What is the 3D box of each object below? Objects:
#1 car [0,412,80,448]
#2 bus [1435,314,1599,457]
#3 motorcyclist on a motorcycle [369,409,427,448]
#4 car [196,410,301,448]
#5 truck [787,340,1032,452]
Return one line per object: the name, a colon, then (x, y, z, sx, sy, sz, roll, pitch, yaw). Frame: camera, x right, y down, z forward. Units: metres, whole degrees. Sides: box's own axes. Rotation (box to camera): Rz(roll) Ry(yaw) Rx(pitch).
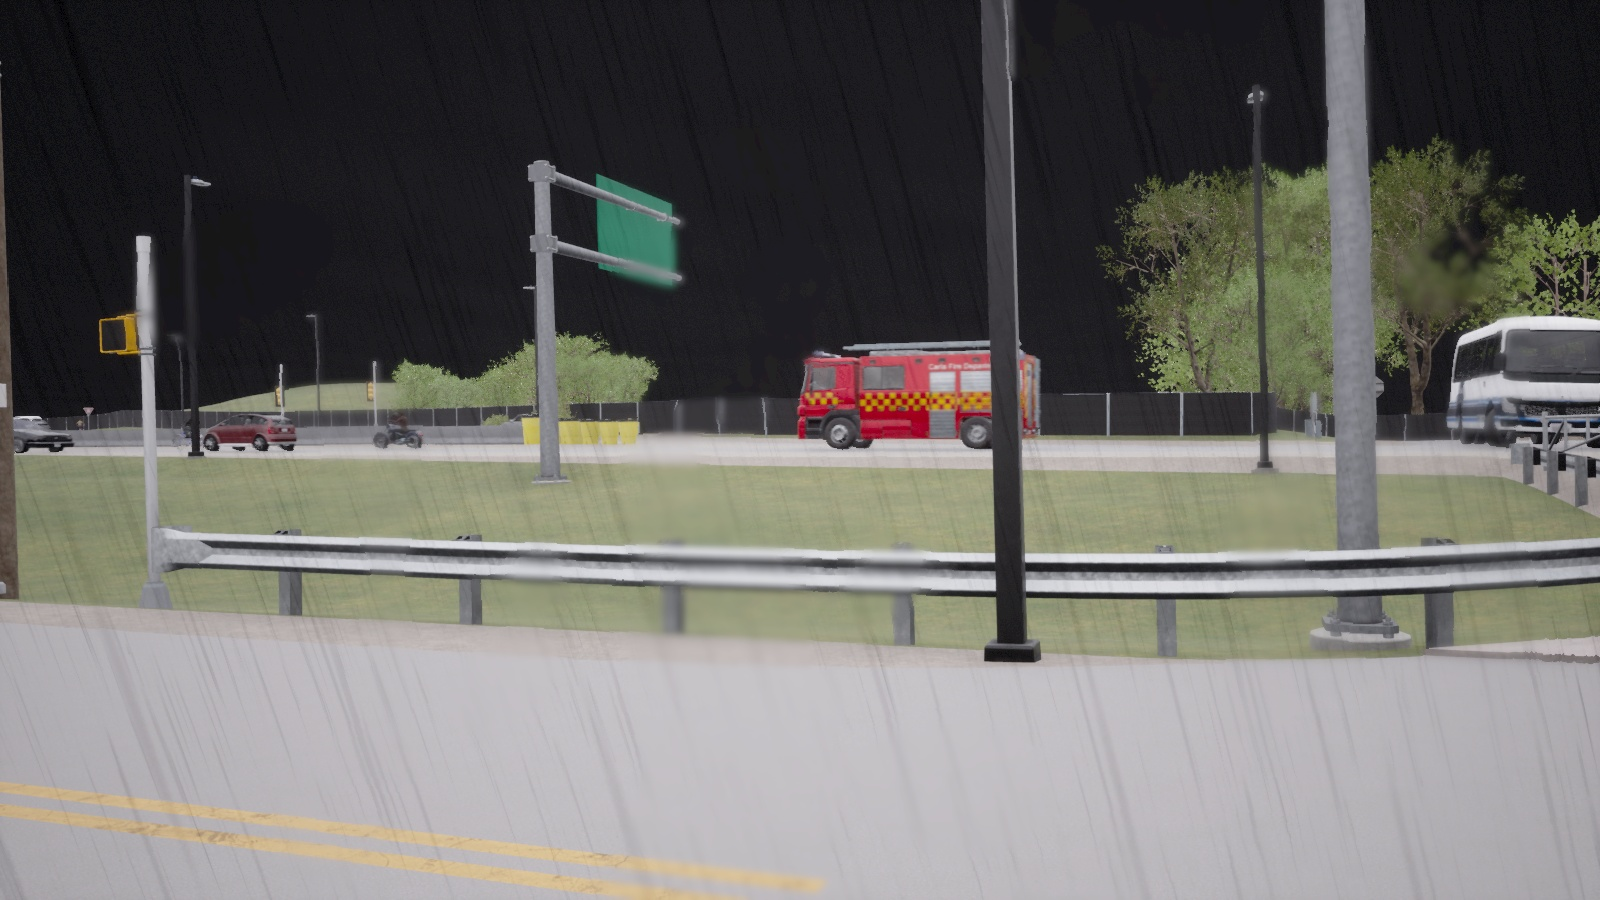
car: (-32.262, -0.807, 51.226, 5.357, 1.411, 2.033, 0, 1, 19)
bus: (24.627, -2.048, 42.625, 3.944, 4.253, 10.273, 3, 2, 19)
motorcyclist on a motorcycle: (-17.040, -0.916, 53.289, 2.350, 1.649, 0.766, 0, 1, 19)
car: (-22.620, -0.867, 51.542, 3.705, 1.549, 1.789, 0, 1, 19)
truck: (3.988, -1.898, 45.864, 8.468, 3.827, 2.891, 0, 1, 19)
